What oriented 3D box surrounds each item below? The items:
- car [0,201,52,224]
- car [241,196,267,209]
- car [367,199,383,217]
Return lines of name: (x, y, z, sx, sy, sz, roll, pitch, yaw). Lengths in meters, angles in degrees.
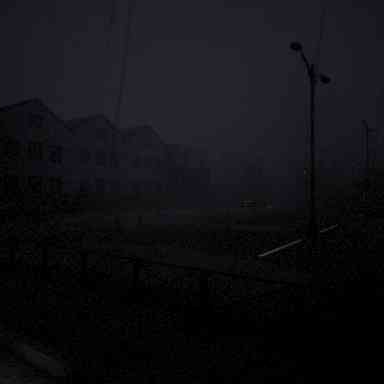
car: (-11.518, 1.334, 21.664, 1.812, 1.442, 4.674, 0, 0, 35)
car: (7.975, 1.313, 42.816, 1.837, 1.490, 4.892, 0, 0, 35)
car: (15.420, 1.298, 26.809, 2.007, 1.523, 4.514, 0, 0, 35)
